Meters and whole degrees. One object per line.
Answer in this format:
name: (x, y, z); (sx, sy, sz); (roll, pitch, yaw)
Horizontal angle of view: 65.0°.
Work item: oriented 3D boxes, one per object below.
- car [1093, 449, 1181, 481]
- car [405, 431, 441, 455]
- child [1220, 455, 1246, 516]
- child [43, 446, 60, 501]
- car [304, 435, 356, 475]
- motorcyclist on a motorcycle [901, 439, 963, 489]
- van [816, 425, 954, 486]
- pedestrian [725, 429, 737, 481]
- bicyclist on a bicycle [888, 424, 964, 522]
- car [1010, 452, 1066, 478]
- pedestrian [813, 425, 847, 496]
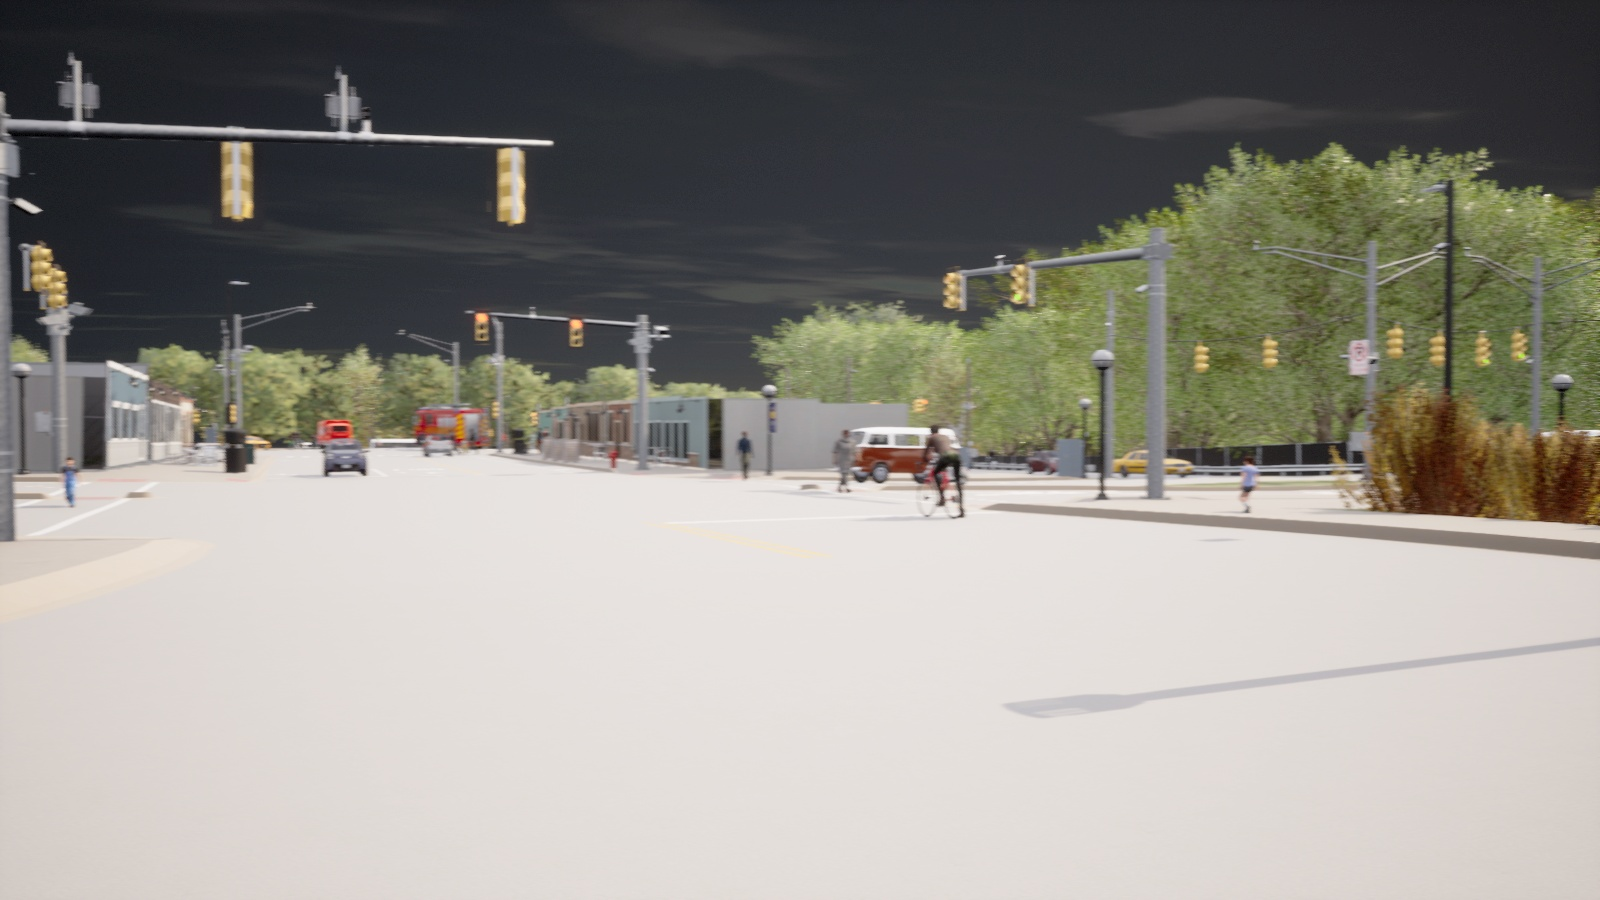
car: (17.608, 0.774, 65.977); (1.801, 1.575, 5.366); (-1, 0, -18)
car: (-24.778, -0.481, 82.492); (1.845, 1.501, 3.633); (0, 1, -23)
child: (7.951, 0.646, 23.040); (0.255, 1.110, 0.394); (0, 2, -16)
child: (-17.471, 0.547, 29.313); (0.270, 1.263, 0.437); (0, 2, -20)
car: (-18.876, 0.166, 50.340); (1.845, 1.501, 3.633); (0, 1, -22)
motorcyclist on a motorcycle: (4.380, 0.458, 41.696); (1.817, 1.590, 0.866); (1, 0, -28)
van: (3.064, 0.213, 45.300); (4.480, 2.038, 2.069); (2, -1, -24)
pedestrian: (-2.450, 0.158, 44.724); (0.370, 1.835, 0.726); (0, 2, -6)
bicyclist on a bicycle: (2.155, 0.392, 21.706); (0.582, 1.620, 1.656); (0, -1, -23)
car: (14.402, 0.886, 76.200); (1.845, 1.501, 3.633); (-1, 0, -16)
pedestrian: (0.854, 0.282, 35.397); (0.659, 1.952, 0.873); (0, 2, -21)
